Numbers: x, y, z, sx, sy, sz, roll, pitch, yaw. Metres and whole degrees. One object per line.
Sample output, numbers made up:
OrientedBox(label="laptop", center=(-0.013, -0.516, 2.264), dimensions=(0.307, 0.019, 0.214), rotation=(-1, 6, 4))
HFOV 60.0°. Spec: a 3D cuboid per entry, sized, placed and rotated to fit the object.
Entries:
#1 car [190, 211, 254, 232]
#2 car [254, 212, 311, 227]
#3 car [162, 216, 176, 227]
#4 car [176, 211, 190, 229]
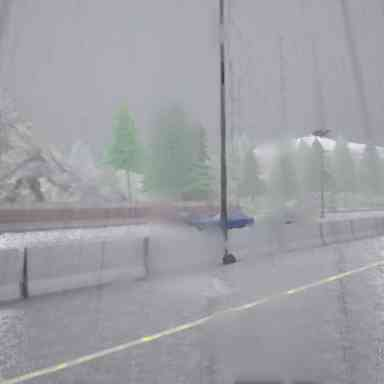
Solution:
OrientedBox(label="car", center=(2.551, 2.210, 24.594), dimensions=(5.008, 1.535, 1.882), rotation=(1, -3, -40))
OrientedBox(label="car", center=(6.707, 2.135, 23.532), dimensions=(4.181, 1.385, 1.994), rotation=(1, -2, -41))
OrientedBox(label="car", center=(-0.214, 2.512, 31.421), dimensions=(5.357, 1.411, 2.033), rotation=(1, -2, -41))
OrientedBox(label="car", center=(1.608, 2.404, 28.378), dimensions=(5.357, 1.411, 2.033), rotation=(1, -2, -41))
